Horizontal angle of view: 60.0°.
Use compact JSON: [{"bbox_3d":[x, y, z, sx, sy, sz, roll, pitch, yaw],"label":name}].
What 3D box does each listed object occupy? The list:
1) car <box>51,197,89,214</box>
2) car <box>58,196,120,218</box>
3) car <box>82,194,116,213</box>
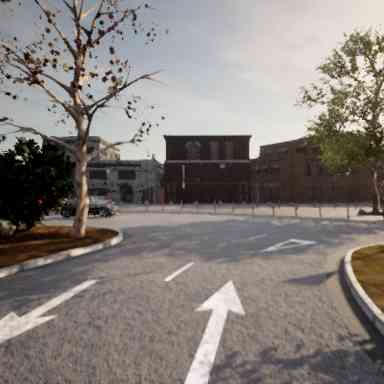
[{"bbox_3d":[-12.697,1.353,35.029,2.097,1.535,5.008,-1,0,1],"label":"car"},{"bbox_3d":[-8.365,1.208,27.504,4.553,1.767,2.097,-1,0,4],"label":"car"},{"bbox_3d":[-9.666,1.177,34.938,2.185,1.767,4.553,-1,0,1],"label":"car"}]
